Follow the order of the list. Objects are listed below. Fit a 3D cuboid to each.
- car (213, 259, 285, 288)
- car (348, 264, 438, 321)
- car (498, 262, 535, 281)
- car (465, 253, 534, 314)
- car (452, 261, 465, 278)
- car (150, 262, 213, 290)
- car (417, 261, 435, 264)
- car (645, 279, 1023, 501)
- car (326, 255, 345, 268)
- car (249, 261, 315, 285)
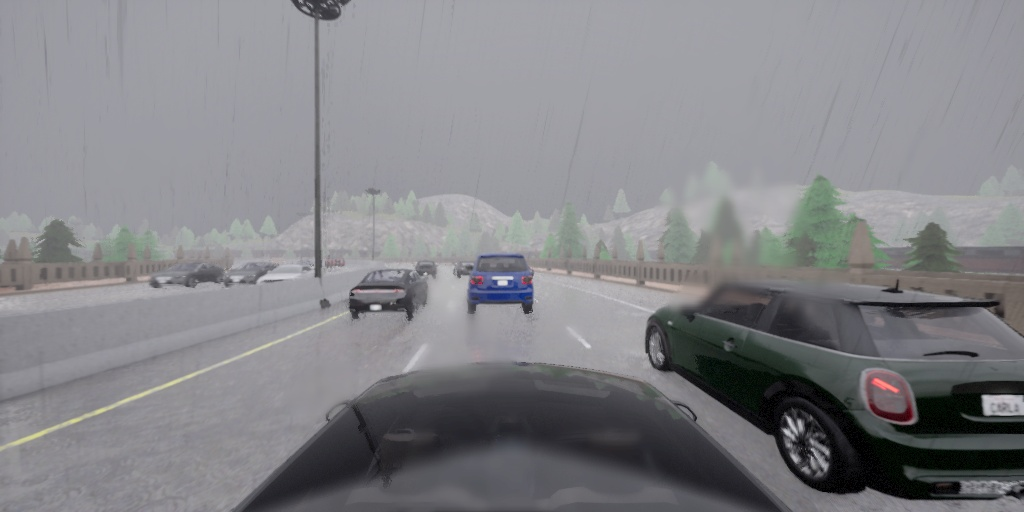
[{"bbox_3d":[-16.495,1.152,23.115,2.128,1.511,4.902,0,0,-13],"label":"car"},{"bbox_3d":[-3.959,1.186,12.242,2.128,1.511,4.902,0,0,-5],"label":"car"},{"bbox_3d":[0.229,1.215,29.214,1.895,1.301,4.718,0,0,-14],"label":"car"},{"bbox_3d":[-0.559,0.907,13.671,2.150,2.045,5.566,0,0,-6],"label":"car"},{"bbox_3d":[-4.046,1.137,31.498,1.812,1.442,4.674,0,0,-16],"label":"car"},{"bbox_3d":[-19.876,1.160,22.228,2.128,1.511,4.902,0,0,-13],"label":"car"},{"bbox_3d":[-7.270,1.126,30.154,1.837,1.490,4.892,0,0,-15],"label":"car"},{"bbox_3d":[3.505,1.084,4.713,2.097,1.767,4.553,0,0,-1],"label":"car"},{"bbox_3d":[-28.544,0.845,57.883,2.150,2.045,5.566,0,0,-35],"label":"car"},{"bbox_3d":[-12.285,1.193,19.995,1.812,1.442,4.674,0,0,-11],"label":"car"}]
